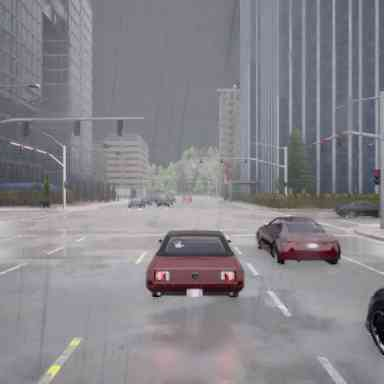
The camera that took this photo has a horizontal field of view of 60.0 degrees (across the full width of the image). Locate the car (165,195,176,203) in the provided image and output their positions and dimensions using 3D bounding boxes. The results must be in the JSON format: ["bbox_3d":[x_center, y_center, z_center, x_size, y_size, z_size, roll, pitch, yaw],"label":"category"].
[{"bbox_3d":[-4.540,1.525,71.803,2.128,1.511,4.902,0,0,-1],"label":"car"}]

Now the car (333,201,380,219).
[{"bbox_3d":[14.619,1.505,28.347,4.892,1.490,1.837,0,0,0],"label":"car"}]

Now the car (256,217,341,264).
[{"bbox_3d":[3.579,1.564,11.872,1.994,1.385,4.181,0,0,0],"label":"car"}]

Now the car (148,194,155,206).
[{"bbox_3d":[-7.901,1.505,56.675,1.837,1.490,4.892,0,0,-1],"label":"car"}]

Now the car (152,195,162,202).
[{"bbox_3d":[-8.123,1.465,77.548,1.882,1.535,5.008,0,0,-1],"label":"car"}]

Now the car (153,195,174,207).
[{"bbox_3d":[-4.341,1.547,51.521,2.033,1.411,5.357,0,0,-1],"label":"car"}]

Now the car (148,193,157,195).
[{"bbox_3d":[-7.990,1.221,67.081,2.150,2.045,5.566,0,0,-1],"label":"car"}]

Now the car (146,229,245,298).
[{"bbox_3d":[0.073,1.601,8.451,1.895,1.301,4.718,0,0,0],"label":"car"}]

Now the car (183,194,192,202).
[{"bbox_3d":[-1.124,1.355,77.872,2.097,1.767,4.553,0,0,-1],"label":"car"}]

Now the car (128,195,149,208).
[{"bbox_3d":[-7.785,1.526,47.421,1.812,1.442,4.674,0,0,1],"label":"car"}]

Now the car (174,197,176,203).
[{"bbox_3d":[-4.454,1.505,61.363,1.837,1.490,4.892,0,0,-1],"label":"car"}]

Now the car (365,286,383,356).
[{"bbox_3d":[3.608,1.564,3.291,1.994,1.385,4.181,0,0,-1],"label":"car"}]

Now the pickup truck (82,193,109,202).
[{"bbox_3d":[-21.184,1.058,73.296,2.390,2.098,6.274,0,0,30],"label":"pickup truck"}]

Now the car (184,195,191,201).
[{"bbox_3d":[-1.274,1.524,88.162,1.812,1.442,4.674,0,0,-1],"label":"car"}]
